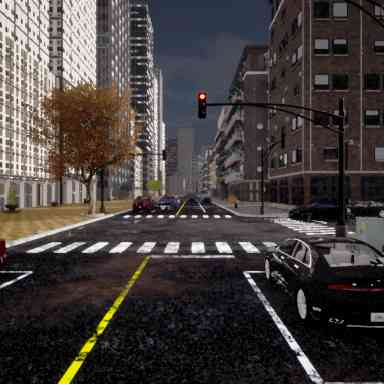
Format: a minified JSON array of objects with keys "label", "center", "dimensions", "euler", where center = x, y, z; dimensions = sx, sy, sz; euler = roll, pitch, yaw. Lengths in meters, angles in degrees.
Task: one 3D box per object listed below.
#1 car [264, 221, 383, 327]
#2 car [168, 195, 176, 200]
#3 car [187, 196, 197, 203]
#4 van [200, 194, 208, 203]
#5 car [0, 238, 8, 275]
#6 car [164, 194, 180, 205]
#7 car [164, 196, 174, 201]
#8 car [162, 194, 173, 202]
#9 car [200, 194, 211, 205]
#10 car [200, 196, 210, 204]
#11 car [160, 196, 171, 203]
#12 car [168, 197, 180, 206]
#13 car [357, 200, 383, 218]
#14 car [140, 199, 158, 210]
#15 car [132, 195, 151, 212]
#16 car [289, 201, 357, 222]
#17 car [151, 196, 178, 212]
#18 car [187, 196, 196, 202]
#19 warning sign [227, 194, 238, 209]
[{"label":"car","center":[2.682,1.551,6.925],"dimensions":[2.008,1.369,4.403],"euler":[0,0,0]},{"label":"car","center":[-5.772,1.654,94.535],"dimensions":[2.008,1.369,4.403],"euler":[0,0,0]},{"label":"car","center":[0.038,1.619,68.917],"dimensions":[1.994,1.385,4.181],"euler":[0,0,0]},{"label":"van","center":[2.627,1.402,72.451],"dimensions":[1.690,1.788,3.998],"euler":[0,0,0]},{"label":"car","center":[-5.698,1.545,6.918],"dimensions":[1.887,1.381,4.507],"euler":[0,0,0]},{"label":"car","center":[-3.137,1.382,48.364],"dimensions":[2.097,1.767,4.553],"euler":[0,0,0]},{"label":"car","center":[-5.763,1.632,83.489],"dimensions":[2.008,1.369,4.403],"euler":[0,0,0]},{"label":"car","center":[-5.758,1.385,77.966],"dimensions":[2.192,1.841,5.009],"euler":[0,0,0]},{"label":"car","center":[2.637,1.610,61.404],"dimensions":[1.947,1.339,4.313],"euler":[0,0,0]},{"label":"car","center":[2.632,1.578,67.097],"dimensions":[1.752,1.417,4.829],"euler":[0,0,0]},{"label":"car","center":[-5.753,1.627,72.444],"dimensions":[1.947,1.339,4.313],"euler":[0,0,0]},{"label":"car","center":[-3.130,1.642,58.435],"dimensions":[1.895,1.301,4.718],"euler":[0,0,0]},{"label":"car","center":[13.403,1.350,26.340],"dimensions":[4.403,1.369,2.008],"euler":[-1,1,-1]},{"label":"car","center":[-5.730,1.592,44.829],"dimensions":[1.947,1.339,4.313],"euler":[0,0,0]},{"label":"car","center":[-5.726,1.336,39.306],"dimensions":[2.192,1.841,5.009],"euler":[0,0,0]},{"label":"car","center":[9.202,1.428,24.056],"dimensions":[4.181,1.385,1.994],"euler":[-1,0,4]},{"label":"car","center":[-3.133,1.512,38.486],"dimensions":[2.128,1.511,4.902],"euler":[0,0,0]},{"label":"car","center":[-0.067,1.625,78.862],"dimensions":[1.994,1.385,4.181],"euler":[0,0,0]},{"label":"warning sign","center":[5.033,1.138,41.440],"dimensions":[1.300,1.860,1.060],"euler":[0,0,0]}]
